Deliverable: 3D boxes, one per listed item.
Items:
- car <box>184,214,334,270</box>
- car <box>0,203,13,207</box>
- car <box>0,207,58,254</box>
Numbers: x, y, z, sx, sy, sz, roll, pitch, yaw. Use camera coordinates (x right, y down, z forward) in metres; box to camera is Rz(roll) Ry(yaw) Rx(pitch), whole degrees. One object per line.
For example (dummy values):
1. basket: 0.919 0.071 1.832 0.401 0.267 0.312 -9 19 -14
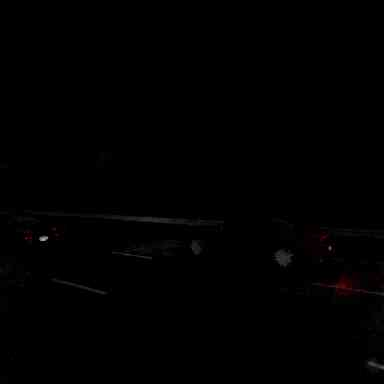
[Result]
1. car: 2.025 1.481 11.145 5.008 1.535 1.882 0 0 35
2. car: -12.892 1.493 21.620 5.008 1.535 1.882 0 0 34
3. car: -7.319 1.535 13.508 4.674 1.442 1.812 0 0 35
